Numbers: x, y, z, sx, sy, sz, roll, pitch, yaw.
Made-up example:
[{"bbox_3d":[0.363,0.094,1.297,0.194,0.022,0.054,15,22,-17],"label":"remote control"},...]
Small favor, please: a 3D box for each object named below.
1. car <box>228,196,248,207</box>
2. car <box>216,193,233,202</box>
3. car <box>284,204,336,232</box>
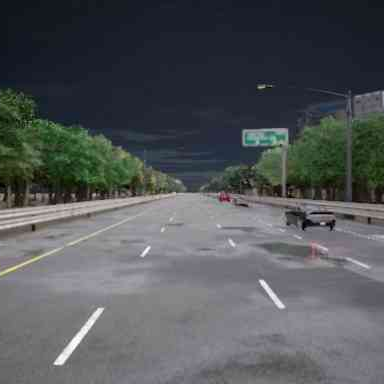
[{"bbox_3d":[7.113,1.517,49.836,2.033,1.411,5.357,0,0,0],"label":"car"},{"bbox_3d":[7.203,1.169,74.857,2.150,2.045,5.566,0,0,0],"label":"car"},{"bbox_3d":[7.018,1.489,20.268,2.128,1.511,4.902,0,0,0],"label":"car"}]
